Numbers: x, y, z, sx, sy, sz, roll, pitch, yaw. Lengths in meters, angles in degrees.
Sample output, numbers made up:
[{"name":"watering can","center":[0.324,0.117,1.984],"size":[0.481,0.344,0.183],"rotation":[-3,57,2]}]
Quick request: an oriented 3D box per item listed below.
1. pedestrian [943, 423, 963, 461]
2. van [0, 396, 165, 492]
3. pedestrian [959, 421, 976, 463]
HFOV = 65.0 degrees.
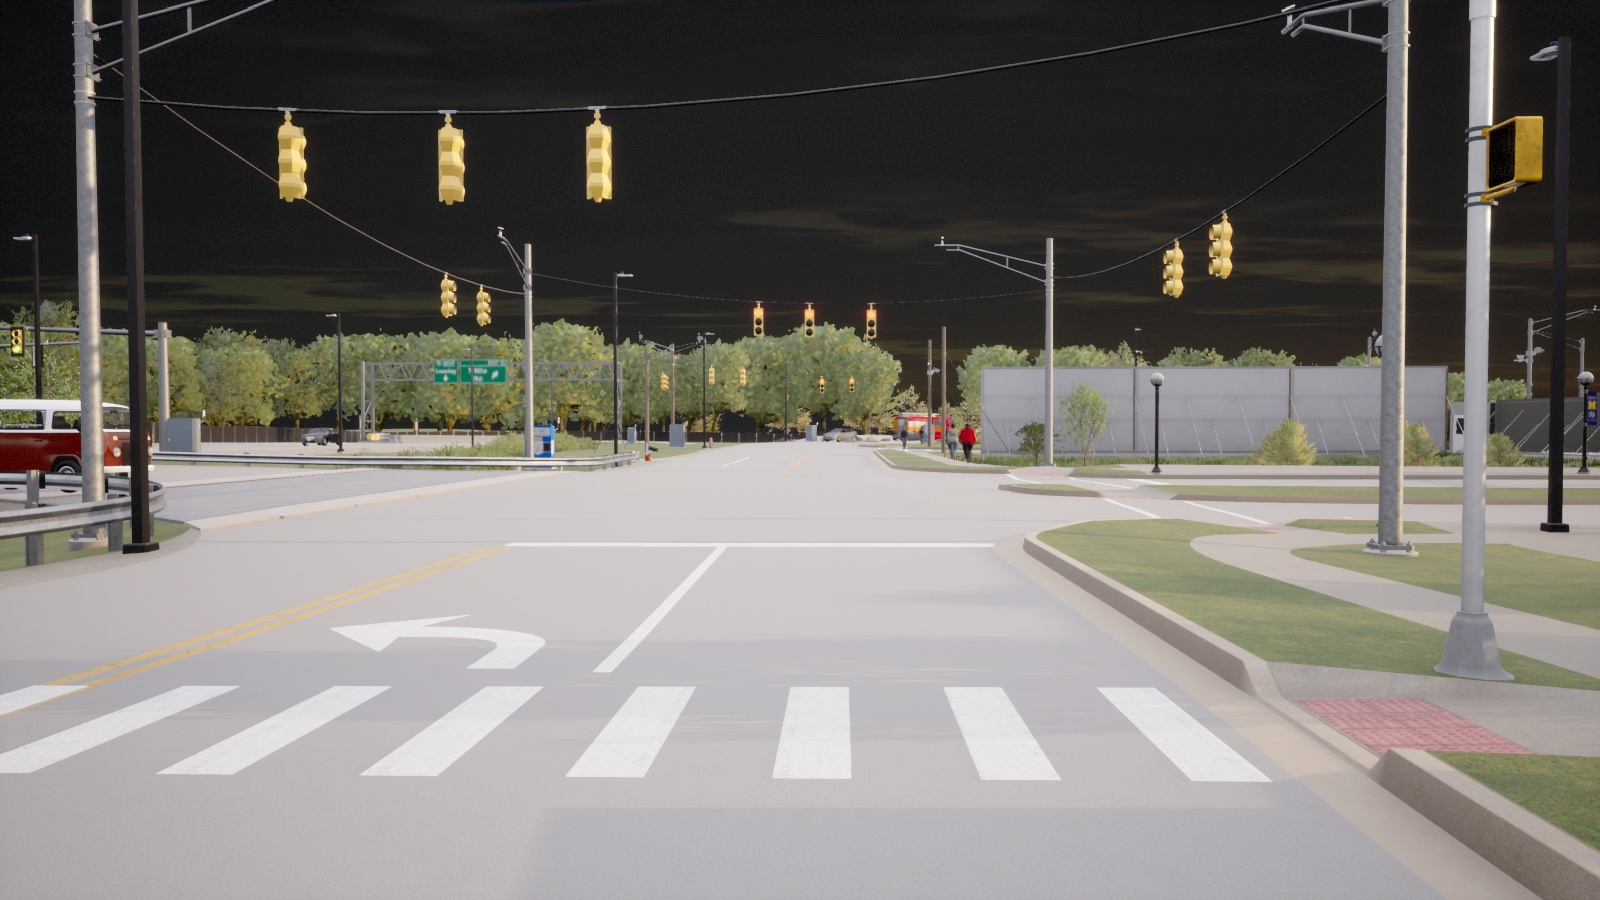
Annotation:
[{"name":"pedestrian","center":[7.554,-0.421,61.982],"size":[0.874,1.855,0.900],"rotation":[0,2,1]},{"name":"van","center":[-16.841,-0.136,27.853],"size":[4.480,2.038,2.069],"rotation":[0,1,5]},{"name":"pedestrian","center":[7.427,-0.353,55.651],"size":[0.634,1.844,0.899],"rotation":[0,2,2]}]
